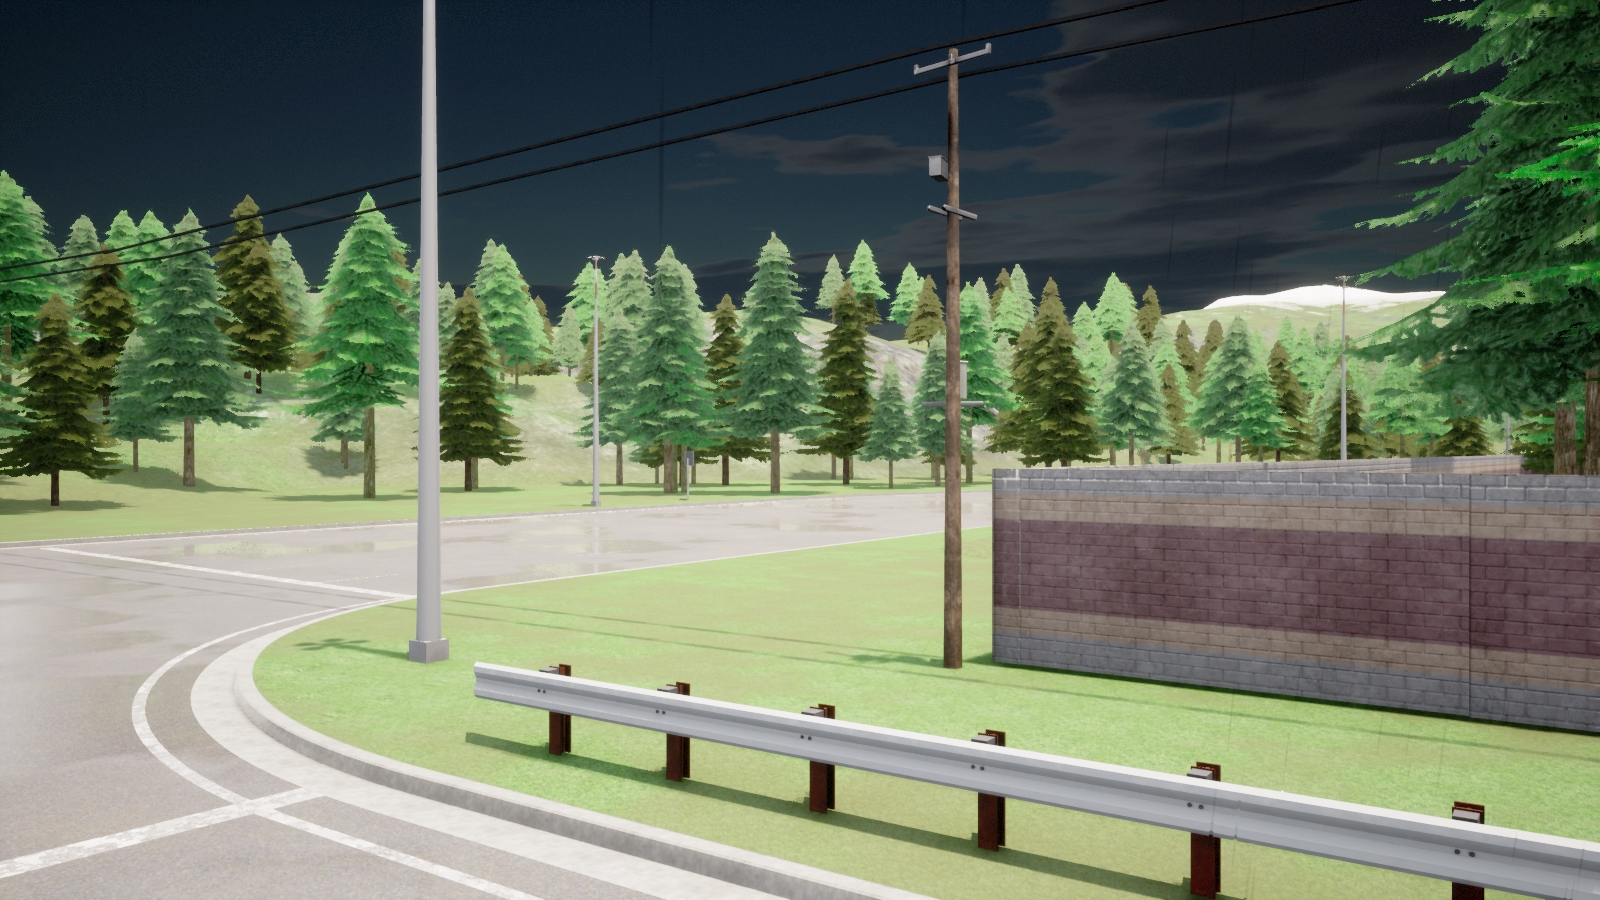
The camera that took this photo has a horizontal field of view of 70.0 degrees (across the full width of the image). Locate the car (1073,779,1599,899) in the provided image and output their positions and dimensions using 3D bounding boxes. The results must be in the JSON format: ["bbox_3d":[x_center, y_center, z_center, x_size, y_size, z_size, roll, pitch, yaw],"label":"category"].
[{"bbox_3d":[3.010,1.982,1.681,5.238,1.638,2.097,0,0,35],"label":"car"}]
